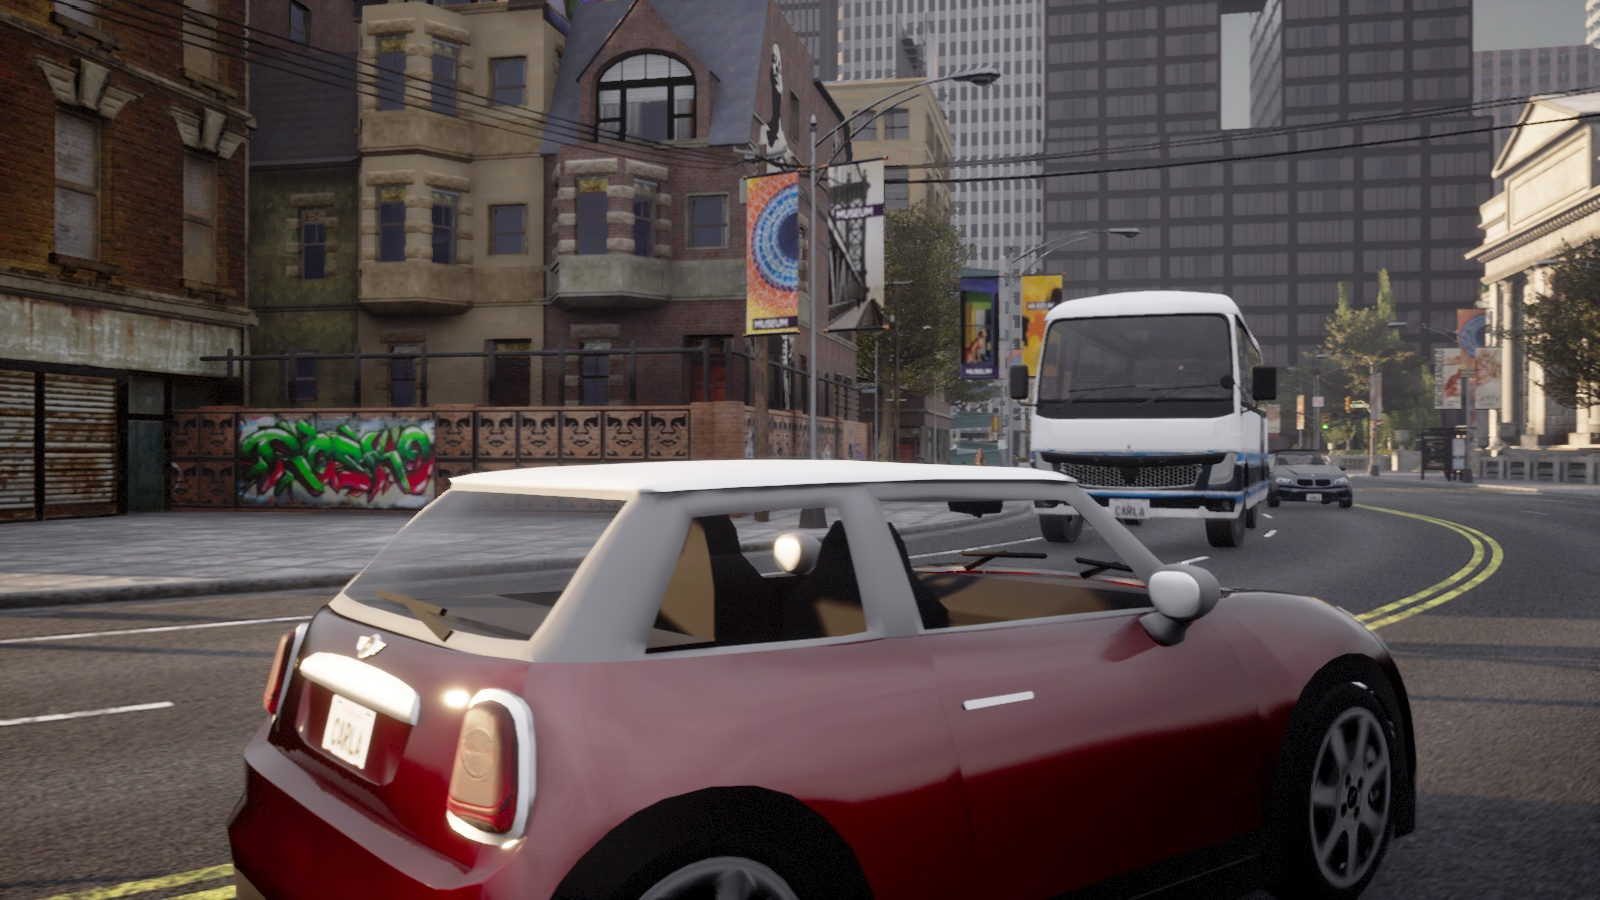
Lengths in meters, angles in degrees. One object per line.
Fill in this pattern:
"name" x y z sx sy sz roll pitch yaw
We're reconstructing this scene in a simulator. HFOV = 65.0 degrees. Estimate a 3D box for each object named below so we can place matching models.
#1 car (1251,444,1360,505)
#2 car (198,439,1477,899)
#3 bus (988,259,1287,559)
"car" 14.624 0.670 36.564 2.242 1.667 4.611 0 0 13
"car" 0.330 0.723 4.112 3.806 1.475 1.970 0 0 -38
"bus" 6.727 -0.573 23.270 3.944 4.253 10.273 0 0 23
